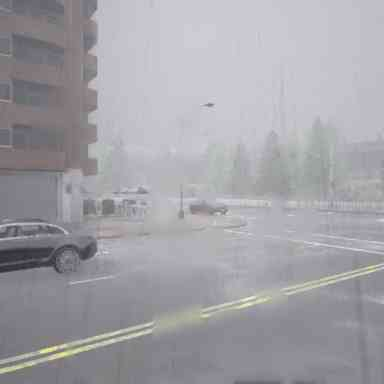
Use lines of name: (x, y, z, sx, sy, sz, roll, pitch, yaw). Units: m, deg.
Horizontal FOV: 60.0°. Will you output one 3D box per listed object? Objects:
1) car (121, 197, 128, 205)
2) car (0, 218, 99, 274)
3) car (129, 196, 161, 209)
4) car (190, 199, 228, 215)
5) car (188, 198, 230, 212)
car: (-9.040, 1.470, 51.649, 4.674, 1.442, 1.812, 0, 0, 35)
car: (-5.037, 1.491, 8.983, 4.902, 1.511, 2.128, 0, 0, -35)
car: (-5.980, 1.297, 43.537, 2.097, 1.767, 4.553, 0, 0, -40)
car: (1.551, 1.470, 33.305, 1.812, 1.442, 4.674, 0, 0, -35)
car: (1.918, 1.492, 38.886, 2.033, 1.411, 5.357, 0, 0, -34)
